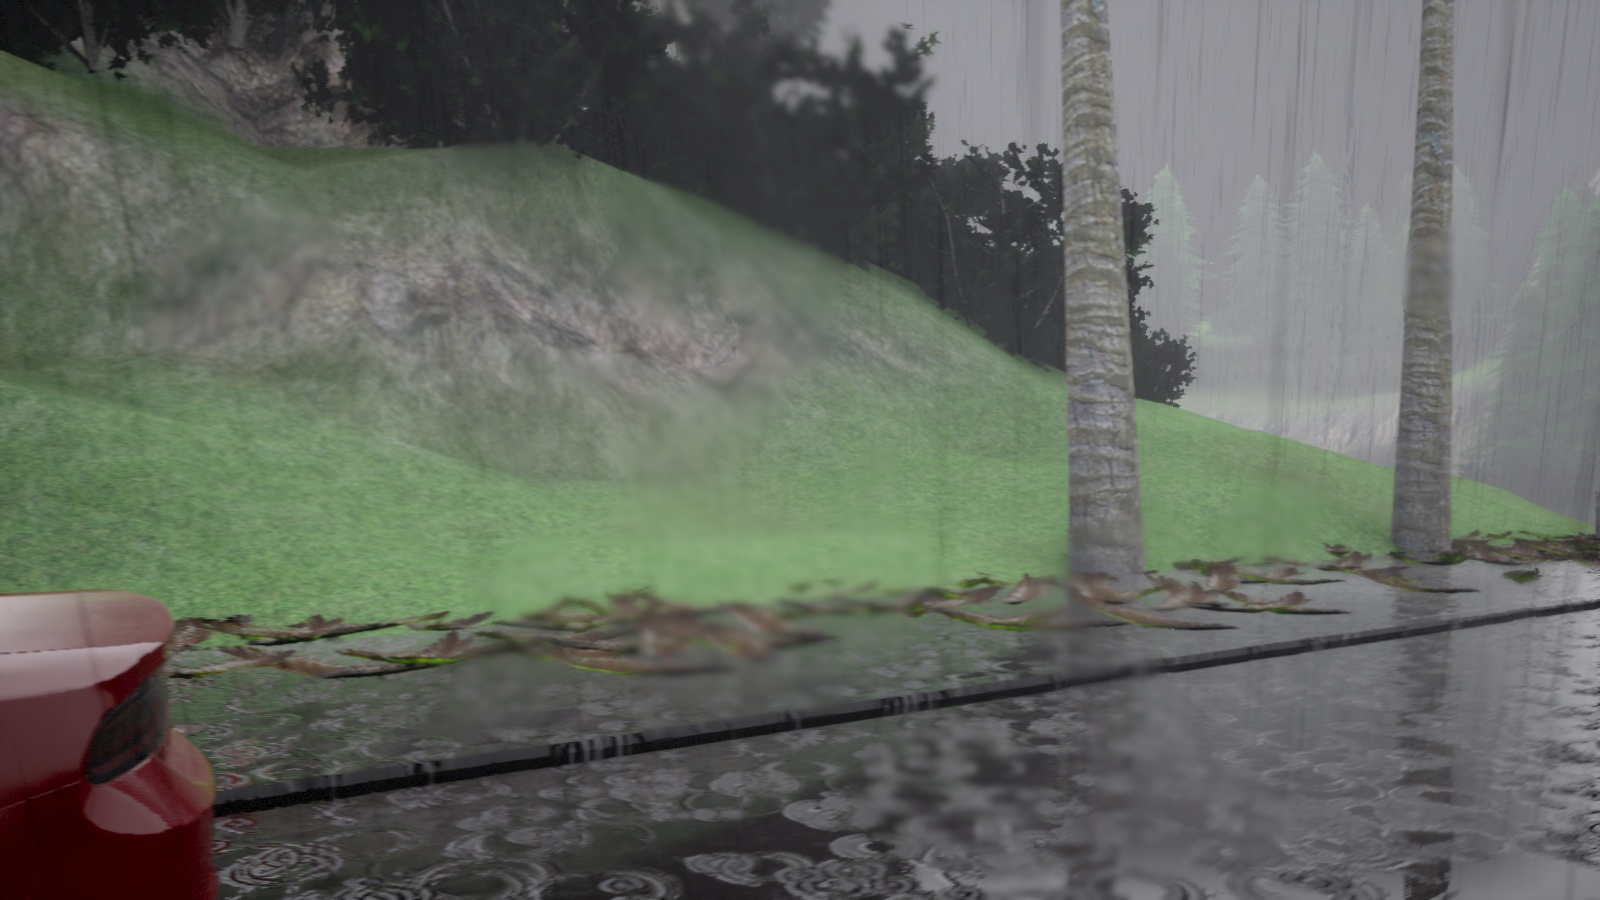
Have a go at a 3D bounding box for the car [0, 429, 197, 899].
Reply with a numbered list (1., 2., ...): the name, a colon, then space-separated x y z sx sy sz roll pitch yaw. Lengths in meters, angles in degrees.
1. car: -3.716 0.734 1.683 5.008 1.535 1.882 0 0 -35
